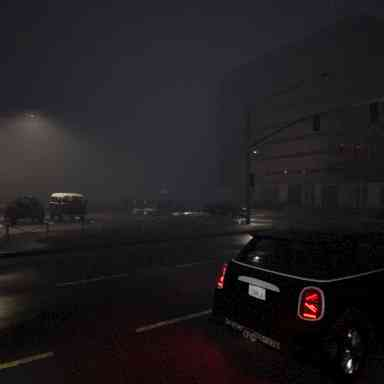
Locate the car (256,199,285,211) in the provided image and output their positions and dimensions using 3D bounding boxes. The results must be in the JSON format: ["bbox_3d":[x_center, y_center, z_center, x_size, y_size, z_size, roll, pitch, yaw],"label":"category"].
[{"bbox_3d":[9.029,1.603,41.540,2.033,1.411,5.357,0,0,-34],"label":"car"}]

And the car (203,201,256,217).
[{"bbox_3d":[3.168,1.603,31.431,2.033,1.411,5.357,0,0,-35],"label":"car"}]

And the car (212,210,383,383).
[{"bbox_3d":[2.601,1.352,5.658,4.553,1.767,2.097,0,0,-35],"label":"car"}]

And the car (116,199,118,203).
[{"bbox_3d":[-13.960,1.619,67.980,1.994,1.385,4.181,0,0,-35],"label":"car"}]

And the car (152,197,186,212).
[{"bbox_3d":[-2.525,1.581,39.464,1.812,1.442,4.674,0,0,-36],"label":"car"}]

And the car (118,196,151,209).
[{"bbox_3d":[-8.287,1.407,47.579,2.097,1.767,4.553,0,0,-35],"label":"car"}]

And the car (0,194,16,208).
[{"bbox_3d":[-31.719,1.209,56.462,1.932,1.855,4.605,0,0,-35],"label":"car"}]
